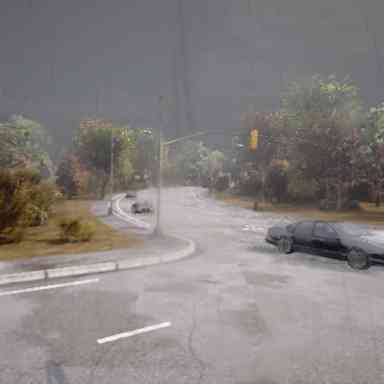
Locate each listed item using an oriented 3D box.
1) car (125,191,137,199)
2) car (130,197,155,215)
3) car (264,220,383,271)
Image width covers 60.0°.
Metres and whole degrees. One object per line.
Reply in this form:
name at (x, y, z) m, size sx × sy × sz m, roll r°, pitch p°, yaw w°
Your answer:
car at (-10.848, 0.494, 59.344) m, size 2.033 × 1.411 × 5.357 m, roll 1°, pitch 3°, yaw -7°
car at (-5.145, 1.598, 34.464) m, size 1.994 × 1.385 × 4.181 m, roll 1°, pitch 1°, yaw -19°
car at (4.999, 1.732, 12.062) m, size 2.033 × 1.411 × 5.357 m, roll 2°, pitch -1°, yaw -30°
